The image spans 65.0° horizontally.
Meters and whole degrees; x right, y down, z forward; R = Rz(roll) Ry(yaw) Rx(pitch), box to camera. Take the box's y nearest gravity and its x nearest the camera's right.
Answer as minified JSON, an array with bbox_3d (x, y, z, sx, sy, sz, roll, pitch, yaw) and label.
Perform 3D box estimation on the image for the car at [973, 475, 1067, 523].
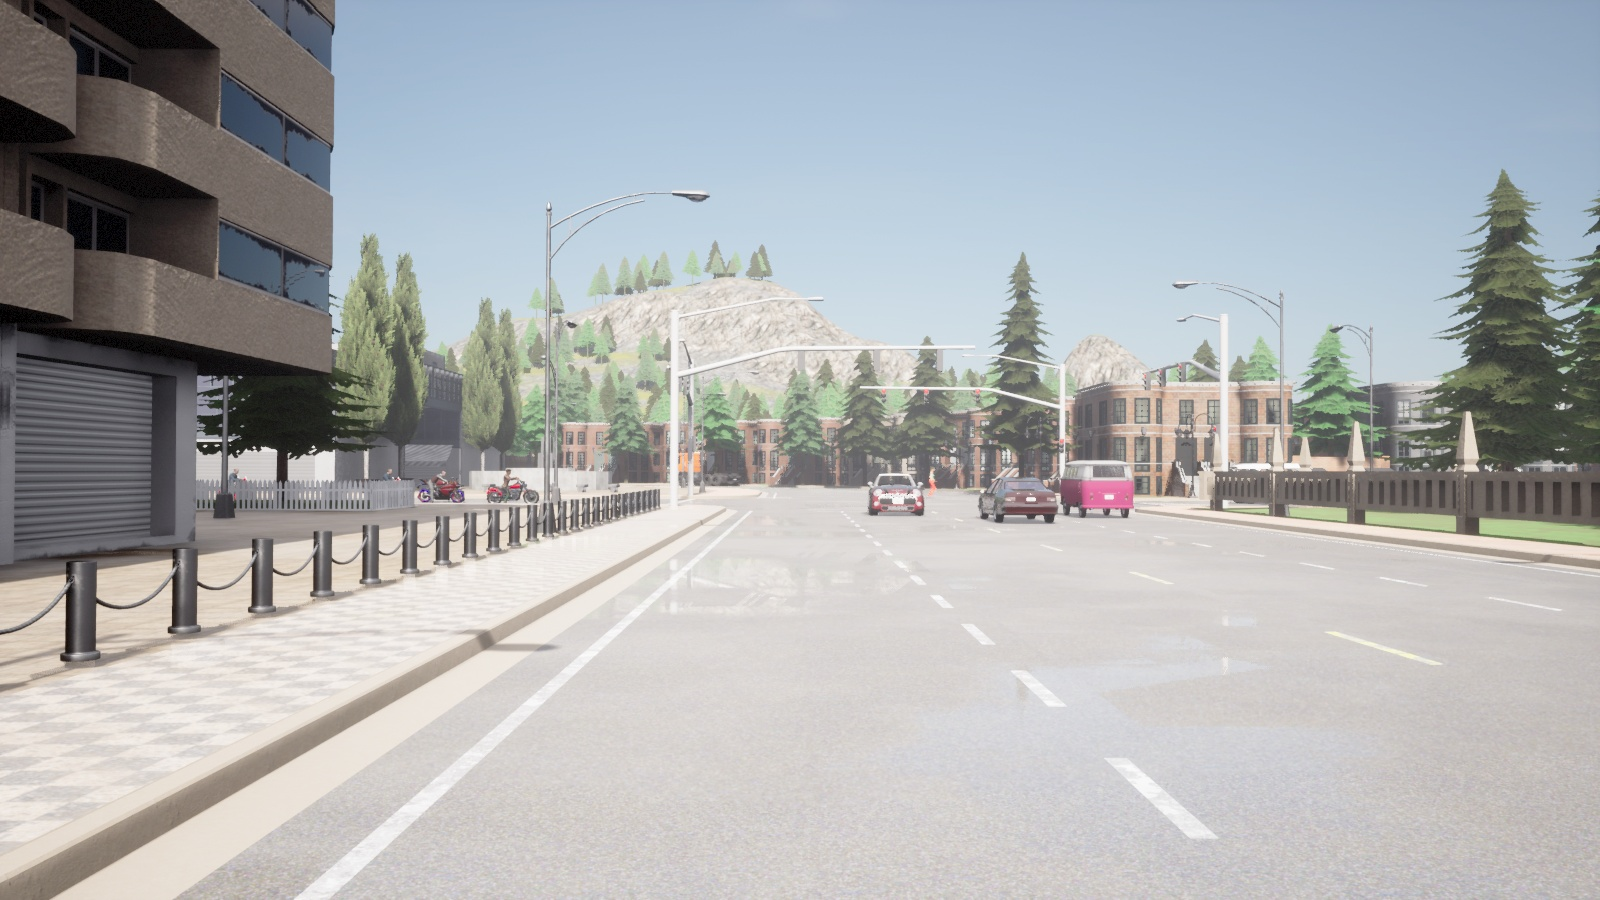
[{"bbox_3d":[6.898,1.504,39.958,2.033,1.411,5.357,0,-1,0],"label":"car"}]

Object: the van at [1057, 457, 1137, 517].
[{"bbox_3d":[10.387,1.267,44.219,1.775,1.987,4.442,0,-1,0],"label":"van"}]

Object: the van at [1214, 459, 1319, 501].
[{"bbox_3d":[23.254,1.495,62.704,4.480,2.038,2.069,0,-1,0],"label":"van"}]

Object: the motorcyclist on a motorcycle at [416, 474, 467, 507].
[{"bbox_3d":[-16.851,1.906,59.067,2.191,1.530,0.866,0,-1,0],"label":"motorcyclist on a motorcycle"}]

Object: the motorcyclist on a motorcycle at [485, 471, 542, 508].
[{"bbox_3d":[-12.683,1.747,55.582,2.350,1.649,0.766,0,-1,0],"label":"motorcyclist on a motorcycle"}]

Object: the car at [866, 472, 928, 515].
[{"bbox_3d":[3.404,1.516,44.778,1.970,1.475,3.806,0,-1,1],"label":"car"}]
